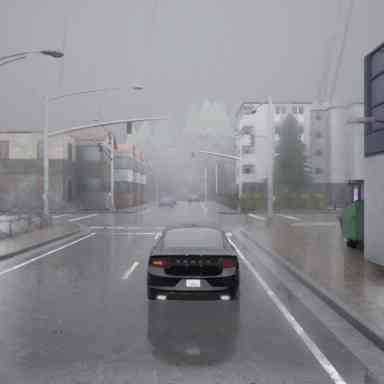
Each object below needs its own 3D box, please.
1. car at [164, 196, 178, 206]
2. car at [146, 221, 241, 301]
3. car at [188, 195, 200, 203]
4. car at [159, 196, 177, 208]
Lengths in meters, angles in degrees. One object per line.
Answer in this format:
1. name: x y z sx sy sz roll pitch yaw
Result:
1. car: -3.595 1.491 57.731 2.128 1.511 4.902 0 0 0
2. car: 0.047 1.478 8.413 1.882 1.535 5.008 0 0 1
3. car: 0.466 1.353 69.686 2.097 1.767 4.553 0 0 7
4. car: -3.612 1.477 47.380 1.882 1.535 5.008 0 0 0
